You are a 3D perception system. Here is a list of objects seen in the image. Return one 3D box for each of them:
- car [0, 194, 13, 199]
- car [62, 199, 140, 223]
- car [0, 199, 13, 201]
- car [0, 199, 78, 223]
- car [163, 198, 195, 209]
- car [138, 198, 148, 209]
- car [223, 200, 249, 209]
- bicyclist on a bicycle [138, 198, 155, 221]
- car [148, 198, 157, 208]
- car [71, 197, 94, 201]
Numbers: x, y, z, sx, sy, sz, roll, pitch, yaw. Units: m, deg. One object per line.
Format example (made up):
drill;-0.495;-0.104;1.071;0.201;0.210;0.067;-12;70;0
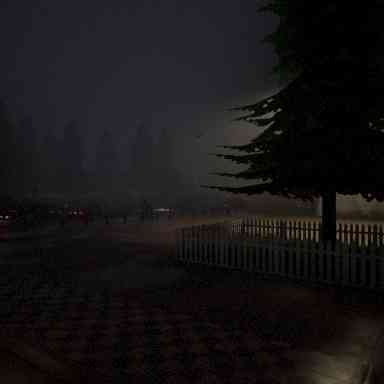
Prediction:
car;-18.147;1.222;28.558;2.150;2.045;5.566;0;0;35
car;-6.912;1.547;25.885;2.033;1.411;5.357;0;0;35
car;-13.660;1.547;28.824;2.033;1.411;5.357;0;0;35
car;-11.565;1.505;25.398;1.837;1.490;4.892;0;0;36
car;-1.646;1.547;45.649;2.033;1.411;5.357;0;0;36
car;-7.815;1.547;37.020;2.033;1.411;5.357;0;0;35
car;5.897;1.504;43.859;1.837;1.490;4.892;0;0;35
bicyclist on a bicycle;-3.355;1.302;24.356;1.656;1.620;0.582;0;0;35
car;-6.601;1.526;44.746;1.812;1.442;4.674;0;0;36
car;-12.546;1.352;36.412;2.097;1.767;4.553;0;0;36
